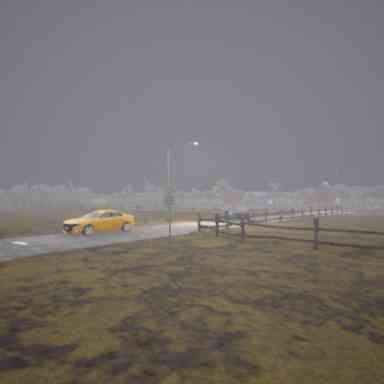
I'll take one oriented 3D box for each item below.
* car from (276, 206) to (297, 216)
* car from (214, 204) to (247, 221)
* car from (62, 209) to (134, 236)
[{"bbox_3d":[14.141,2.855,49.815,1.994,1.385,4.181,-1,-2,35],"label":"car"},{"bbox_3d":[4.279,2.223,36.124,2.097,1.767,4.553,-1,-2,35],"label":"car"},{"bbox_3d":[-5.977,1.925,21.715,1.882,1.535,5.008,-1,-2,35],"label":"car"}]
